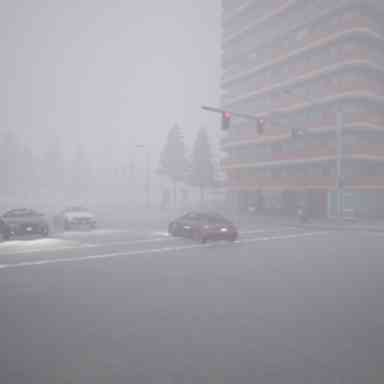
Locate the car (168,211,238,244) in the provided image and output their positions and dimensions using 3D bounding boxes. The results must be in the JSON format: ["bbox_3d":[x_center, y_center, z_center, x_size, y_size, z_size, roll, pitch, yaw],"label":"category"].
[{"bbox_3d":[0.422,1.640,16.392,1.994,1.385,4.181,1,0,-29],"label":"car"}]

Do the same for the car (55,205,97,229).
[{"bbox_3d":[-7.863,1.576,22.136,1.812,1.442,4.674,1,0,-35],"label":"car"}]

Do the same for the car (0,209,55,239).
[{"bbox_3d":[-8.912,1.586,17.535,1.994,1.385,4.181,1,0,-35],"label":"car"}]
